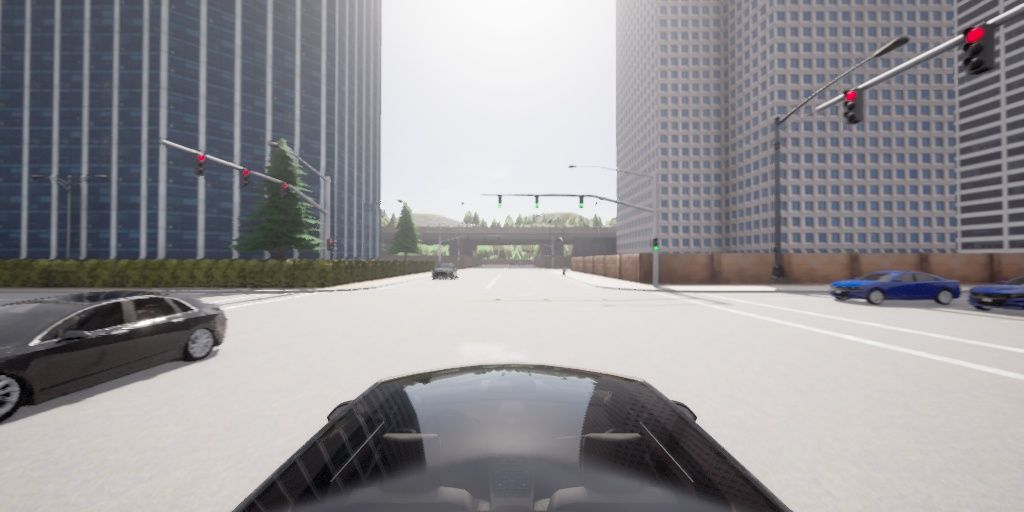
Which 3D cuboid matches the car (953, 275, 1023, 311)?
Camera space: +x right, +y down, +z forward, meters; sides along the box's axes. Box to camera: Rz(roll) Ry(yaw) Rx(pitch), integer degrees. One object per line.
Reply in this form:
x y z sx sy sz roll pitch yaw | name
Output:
20.326 1.384 13.440 5.008 1.535 1.882 0 -1 0 | car

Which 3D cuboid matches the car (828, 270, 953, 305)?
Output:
17.920 1.431 16.953 5.008 1.535 1.882 0 -1 0 | car

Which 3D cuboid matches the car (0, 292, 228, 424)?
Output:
-7.000 1.397 5.658 1.837 1.490 4.892 0 0 0 | car

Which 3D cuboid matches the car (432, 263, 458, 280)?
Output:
-6.995 1.527 37.610 2.097 1.767 4.553 0 -1 0 | car
